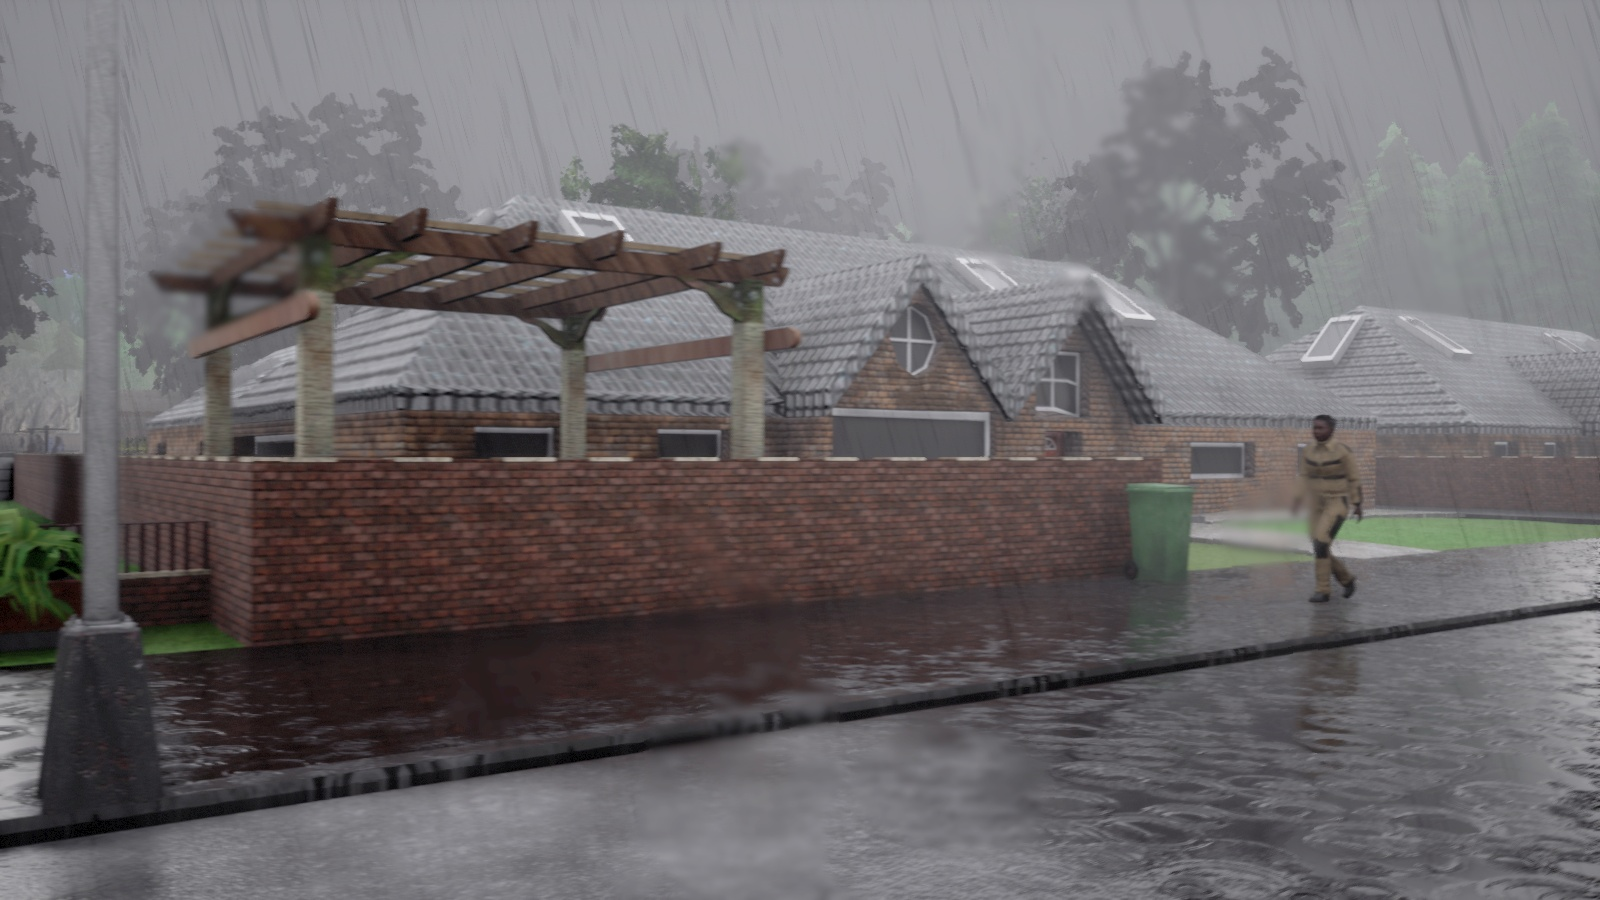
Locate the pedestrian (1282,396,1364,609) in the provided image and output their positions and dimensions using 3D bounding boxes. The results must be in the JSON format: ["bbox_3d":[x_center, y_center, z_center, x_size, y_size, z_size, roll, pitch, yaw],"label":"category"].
[{"bbox_3d":[4.890,0.473,11.739,0.692,1.930,0.396,0,0,-34],"label":"pedestrian"}]
